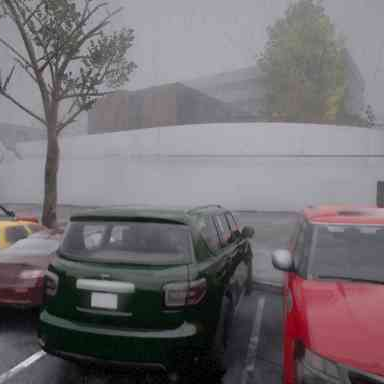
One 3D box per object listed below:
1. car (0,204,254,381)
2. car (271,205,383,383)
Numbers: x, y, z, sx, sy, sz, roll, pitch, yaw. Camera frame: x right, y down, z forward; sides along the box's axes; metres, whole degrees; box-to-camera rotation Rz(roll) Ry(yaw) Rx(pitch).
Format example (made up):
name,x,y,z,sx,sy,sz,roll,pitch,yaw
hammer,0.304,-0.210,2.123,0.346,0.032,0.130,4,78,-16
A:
name,x,y,z,sx,sy,sz,roll,pitch,yaw
car,-0.187,1.230,5.955,2.435,2.045,5.566,0,-1,15
car,2.262,1.232,4.158,2.435,2.045,5.566,1,-1,15
